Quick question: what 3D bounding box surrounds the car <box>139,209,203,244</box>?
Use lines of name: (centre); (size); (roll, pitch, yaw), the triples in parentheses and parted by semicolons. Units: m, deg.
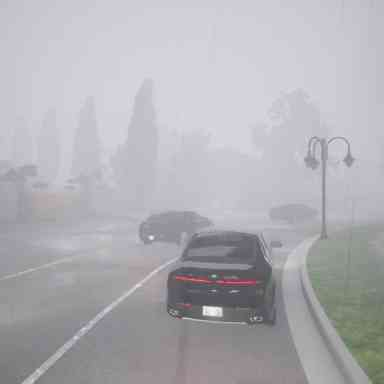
car: (-0.561, 1.555, 15.470); (1.837, 1.490, 4.892); (0, 0, 26)

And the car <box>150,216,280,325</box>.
car: (0.844, 1.511, 7.242); (1.837, 1.490, 4.892); (0, 0, 13)

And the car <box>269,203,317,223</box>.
car: (8.428, 1.659, 27.403); (5.008, 1.535, 1.882); (0, -1, -40)
